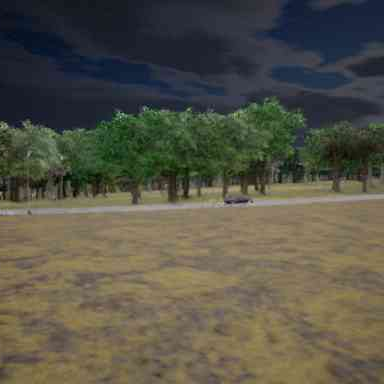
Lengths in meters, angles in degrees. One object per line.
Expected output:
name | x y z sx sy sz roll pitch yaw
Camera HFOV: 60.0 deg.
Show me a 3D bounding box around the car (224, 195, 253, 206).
car | 7.432 1.290 52.909 4.892 1.490 1.837 -2 1 -20
